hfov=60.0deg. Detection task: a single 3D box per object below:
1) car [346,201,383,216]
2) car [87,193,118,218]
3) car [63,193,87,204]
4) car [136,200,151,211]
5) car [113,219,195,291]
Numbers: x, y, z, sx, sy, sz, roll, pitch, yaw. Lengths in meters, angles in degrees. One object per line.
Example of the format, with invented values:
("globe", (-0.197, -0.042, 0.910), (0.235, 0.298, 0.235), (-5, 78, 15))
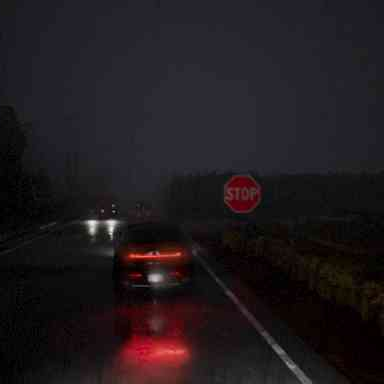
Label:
("car", (15.020, 1.453, 26.148), (5.357, 1.411, 2.033), (0, 0, -8))
("car", (-8.085, 1.249, 30.934), (2.150, 2.045, 5.566), (0, 0, -10))
("car", (-18.808, 1.266, 55.884), (5.566, 2.045, 2.150), (0, 0, -12))
("car", (-6.068, 1.613, 41.730), (1.895, 1.301, 4.718), (0, 0, -8))
("car", (-1.101, 1.506, 9.156), (1.837, 1.490, 4.892), (0, 0, -9))
